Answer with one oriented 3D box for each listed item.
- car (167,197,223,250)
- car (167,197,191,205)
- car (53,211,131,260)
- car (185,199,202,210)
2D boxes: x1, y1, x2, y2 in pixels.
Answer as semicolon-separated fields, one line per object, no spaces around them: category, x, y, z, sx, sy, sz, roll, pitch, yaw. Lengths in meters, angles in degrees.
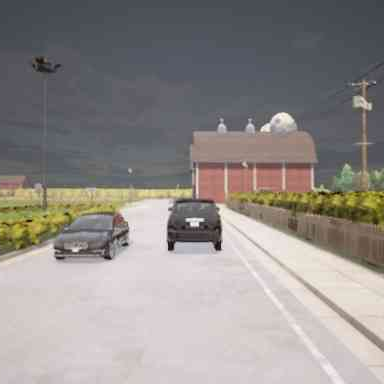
car;0.099;1.271;14.693;2.150;2.045;5.566;0;0;0
car;-2.496;1.725;64.254;4.181;1.385;1.994;0;0;35
car;-3.585;1.548;12.680;1.837;1.490;4.892;0;0;0
car;0.250;1.723;47.124;1.994;1.385;4.181;0;0;5
